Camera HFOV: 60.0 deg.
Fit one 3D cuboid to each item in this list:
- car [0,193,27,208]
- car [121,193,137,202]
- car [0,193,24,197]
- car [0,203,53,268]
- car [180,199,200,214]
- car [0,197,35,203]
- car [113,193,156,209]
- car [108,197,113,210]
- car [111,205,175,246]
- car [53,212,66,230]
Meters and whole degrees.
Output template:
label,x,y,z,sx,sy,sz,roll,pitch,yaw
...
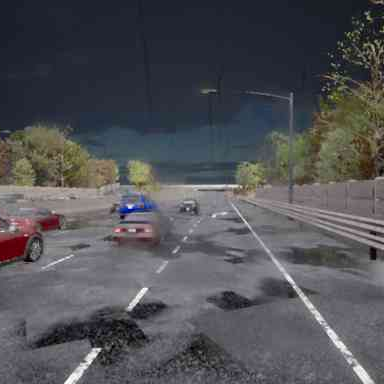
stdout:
label,x,y,z,sx,sy,sz,roll,pitch,yaw
car,-27.227,1.227,49.477,2.150,2.045,5.566,0,0,6
car,-14.217,1.270,75.436,2.150,2.045,5.566,0,0,5
car,-24.234,1.352,43.874,2.097,1.767,4.553,0,0,6
car,-6.117,1.349,9.236,2.097,1.767,4.553,0,0,5
car,-0.207,1.523,35.409,1.812,1.442,4.674,0,0,5
car,-17.992,1.523,35.297,1.812,1.442,4.674,0,0,5
car,-4.421,1.219,27.771,2.150,2.045,5.566,0,0,5
car,-7.242,1.522,35.346,1.812,1.442,4.674,0,0,5
car,-2.053,1.544,15.305,2.033,1.411,5.357,0,0,5
car,-8.773,1.560,18.613,1.994,1.385,4.181,0,0,5
